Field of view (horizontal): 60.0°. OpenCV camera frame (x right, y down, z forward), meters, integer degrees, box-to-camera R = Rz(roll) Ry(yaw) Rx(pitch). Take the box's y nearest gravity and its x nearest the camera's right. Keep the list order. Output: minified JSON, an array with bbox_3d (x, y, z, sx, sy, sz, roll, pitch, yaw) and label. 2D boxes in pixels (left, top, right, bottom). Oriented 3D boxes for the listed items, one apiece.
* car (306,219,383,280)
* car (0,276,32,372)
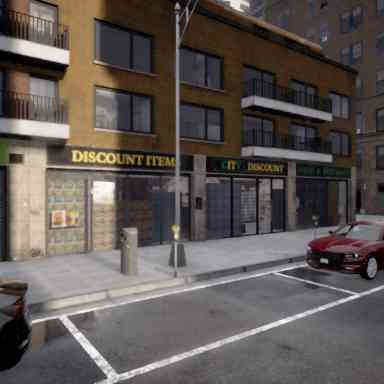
[{"bbox_3d":[5.271,1.544,9.951,4.507,1.381,1.887,0,0,-36],"label":"car"},{"bbox_3d":[-3.981,1.566,3.351,4.313,1.339,1.947,0,0,-36],"label":"car"}]
